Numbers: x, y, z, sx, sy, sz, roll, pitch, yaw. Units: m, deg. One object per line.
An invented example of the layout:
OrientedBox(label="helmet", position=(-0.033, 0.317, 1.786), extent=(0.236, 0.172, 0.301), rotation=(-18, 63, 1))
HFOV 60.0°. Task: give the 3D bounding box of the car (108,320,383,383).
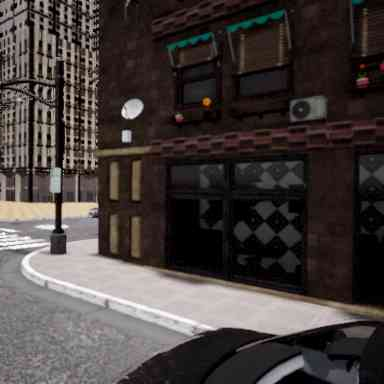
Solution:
OrientedBox(label="car", position=(1.269, 1.566, 1.978), extent=(4.313, 1.339, 1.947), rotation=(1, 0, 35))

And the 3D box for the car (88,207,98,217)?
OrientedBox(label="car", position=(-6.664, 1.439, 28.151), extent=(2.008, 1.369, 4.403), rotation=(0, -1, 35))
